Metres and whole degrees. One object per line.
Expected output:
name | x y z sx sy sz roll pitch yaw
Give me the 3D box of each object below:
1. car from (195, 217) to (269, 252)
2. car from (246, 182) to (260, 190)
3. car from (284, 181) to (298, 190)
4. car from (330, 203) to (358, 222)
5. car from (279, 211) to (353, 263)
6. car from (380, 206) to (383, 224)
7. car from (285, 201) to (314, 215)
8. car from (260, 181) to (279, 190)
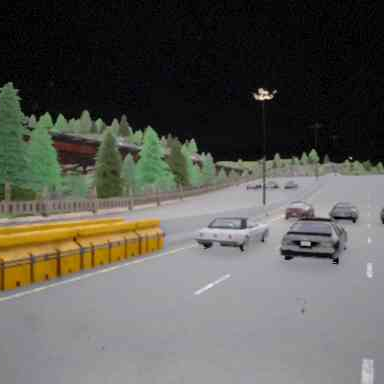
car | 2.003 1.762 14.907 1.895 1.301 4.718 0 -1 28
car | 11.731 -1.181 63.338 1.812 1.442 4.674 0 6 29
car | 17.895 -1.242 60.045 1.837 1.490 4.892 0 6 29
car | 12.166 1.563 26.615 1.994 1.385 4.181 0 2 28
car | 4.742 1.681 12.617 2.033 1.411 5.357 0 -1 28
car | 15.231 1.544 24.933 1.994 1.385 4.181 0 2 28
car | 9.276 1.528 28.631 1.812 1.442 4.674 0 2 28
car | 14.813 -1.233 61.693 2.128 1.511 4.902 0 6 29
